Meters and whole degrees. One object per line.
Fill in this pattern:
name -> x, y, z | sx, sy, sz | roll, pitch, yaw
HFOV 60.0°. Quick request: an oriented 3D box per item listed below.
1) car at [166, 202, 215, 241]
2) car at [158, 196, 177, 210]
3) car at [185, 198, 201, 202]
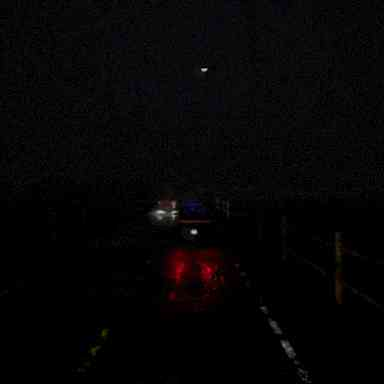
car -> 0.091, 1.442, 16.220 | 2.128, 1.511, 4.902 | 0, 0, 0
car -> -2.849, 1.224, 39.484 | 2.097, 1.767, 4.553 | 0, 0, 0
car -> 0.090, 1.373, 33.104 | 1.882, 1.535, 5.008 | 0, 0, 0
